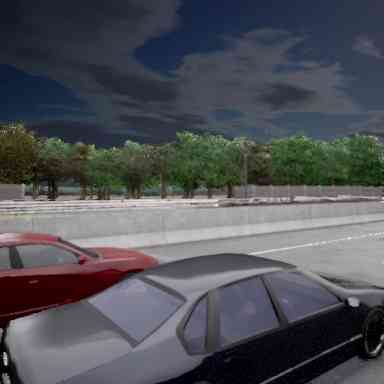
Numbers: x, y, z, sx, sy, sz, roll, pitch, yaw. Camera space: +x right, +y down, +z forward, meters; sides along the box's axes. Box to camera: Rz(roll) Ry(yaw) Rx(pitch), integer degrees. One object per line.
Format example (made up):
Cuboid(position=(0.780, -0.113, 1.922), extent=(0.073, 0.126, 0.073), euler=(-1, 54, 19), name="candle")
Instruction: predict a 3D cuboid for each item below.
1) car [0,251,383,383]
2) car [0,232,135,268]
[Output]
Cuboid(position=(0.564, 1.534, 4.149), extent=(5.357, 1.411, 2.033), euler=(0, 0, -35), name="car")
Cuboid(position=(-2.944, 1.473, 5.945), extent=(5.008, 1.535, 1.882), euler=(0, 0, -35), name="car")
